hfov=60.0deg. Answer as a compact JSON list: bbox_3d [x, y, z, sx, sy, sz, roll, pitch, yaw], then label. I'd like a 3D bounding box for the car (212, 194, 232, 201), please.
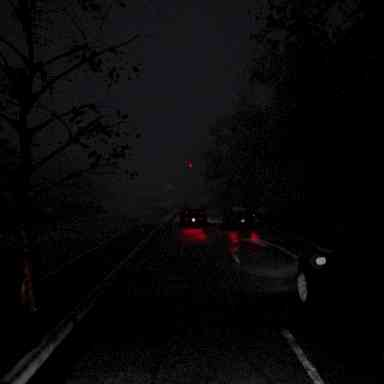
[{"bbox_3d":[7.655,1.421,85.799,4.553,1.767,2.185,1,0,-14],"label":"car"}]

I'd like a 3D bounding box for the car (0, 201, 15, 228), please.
[{"bbox_3d":[-13.821,1.572,21.356,4.792,1.488,2.163,-1,0,-20],"label":"car"}]

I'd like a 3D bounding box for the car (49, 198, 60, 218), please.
[{"bbox_3d":[-13.962,1.572,27.309,5.366,1.575,1.946,-1,0,-20],"label":"car"}]

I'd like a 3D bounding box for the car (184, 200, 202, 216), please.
[{"bbox_3d":[0.143,1.648,35.188,1.812,1.442,4.674,0,0,1],"label":"car"}]

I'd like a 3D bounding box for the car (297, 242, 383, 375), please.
[{"bbox_3d":[3.101,1.479,4.923,1.882,1.535,5.008,0,0,0],"label":"car"}]

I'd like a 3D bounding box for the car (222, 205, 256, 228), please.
[{"bbox_3d":[3.103,1.582,22.565,1.812,1.442,4.674,0,0,0],"label":"car"}]

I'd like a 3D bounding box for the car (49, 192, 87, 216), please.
[{"bbox_3d":[-13.793,1.353,33.374,5.566,2.045,2.435,-1,0,-20],"label":"car"}]

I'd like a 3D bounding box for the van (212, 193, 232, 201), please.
[{"bbox_3d":[7.272,1.311,82.830,4.442,1.987,1.878,1,0,-14],"label":"van"}]

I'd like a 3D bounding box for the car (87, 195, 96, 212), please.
[{"bbox_3d":[-13.721,1.369,36.410,5.566,2.045,2.435,-1,-1,-20],"label":"car"}]

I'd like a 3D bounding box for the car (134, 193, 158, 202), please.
[{"bbox_3d":[-11.455,1.617,80.230,4.792,1.488,2.163,-1,0,-15],"label":"car"}]

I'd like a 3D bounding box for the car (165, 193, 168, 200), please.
[{"bbox_3d":[-10.025,1.623,92.186,4.892,1.521,2.231,-1,-1,-14],"label":"car"}]

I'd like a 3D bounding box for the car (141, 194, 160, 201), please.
[{"bbox_3d":[-10.718,1.476,86.175,4.553,1.767,2.185,-1,-1,-14],"label":"car"}]

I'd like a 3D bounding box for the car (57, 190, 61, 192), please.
[{"bbox_3d":[-28.174,0.362,71.100,2.002,1.452,4.674,6,-3,-19],"label":"car"}]

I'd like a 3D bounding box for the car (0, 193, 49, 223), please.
[{"bbox_3d":[-13.822,1.306,24.361,5.566,2.045,2.435,-1,0,-20],"label":"car"}]

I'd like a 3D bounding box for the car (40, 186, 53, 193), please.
[{"bbox_3d":[-31.168,-0.200,71.162,2.435,2.045,5.566,6,-3,-19],"label":"car"}]

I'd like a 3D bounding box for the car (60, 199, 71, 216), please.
[{"bbox_3d":[-13.773,1.628,30.376,4.674,1.452,2.002,-1,0,-20],"label":"car"}]

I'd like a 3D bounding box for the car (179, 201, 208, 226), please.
[{"bbox_3d":[0.105,1.569,24.045,1.837,1.490,4.892,0,0,0],"label":"car"}]

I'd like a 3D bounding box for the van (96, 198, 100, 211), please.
[{"bbox_3d":[-13.605,1.409,39.447,4.442,1.987,1.878,-1,-1,-19],"label":"van"}]

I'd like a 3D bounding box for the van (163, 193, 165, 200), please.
[{"bbox_3d":[-10.253,1.384,89.216,4.442,1.987,1.878,-1,-1,-14],"label":"van"}]

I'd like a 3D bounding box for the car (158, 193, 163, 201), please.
[{"bbox_3d":[-10.810,1.585,83.223,5.366,1.575,1.946,-1,-1,-15],"label":"car"}]

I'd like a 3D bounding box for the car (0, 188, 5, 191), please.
[{"bbox_3d":[-40.207,-0.766,71.213,2.231,1.521,4.892,6,-3,-19],"label":"car"}]

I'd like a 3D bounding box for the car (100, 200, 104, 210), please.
[{"bbox_3d":[-13.631,1.527,42.424,4.553,1.767,2.185,-1,0,-19],"label":"car"}]

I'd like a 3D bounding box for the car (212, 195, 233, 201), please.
[{"bbox_3d":[8.191,1.554,88.792,5.366,1.575,1.946,1,0,-13],"label":"car"}]
